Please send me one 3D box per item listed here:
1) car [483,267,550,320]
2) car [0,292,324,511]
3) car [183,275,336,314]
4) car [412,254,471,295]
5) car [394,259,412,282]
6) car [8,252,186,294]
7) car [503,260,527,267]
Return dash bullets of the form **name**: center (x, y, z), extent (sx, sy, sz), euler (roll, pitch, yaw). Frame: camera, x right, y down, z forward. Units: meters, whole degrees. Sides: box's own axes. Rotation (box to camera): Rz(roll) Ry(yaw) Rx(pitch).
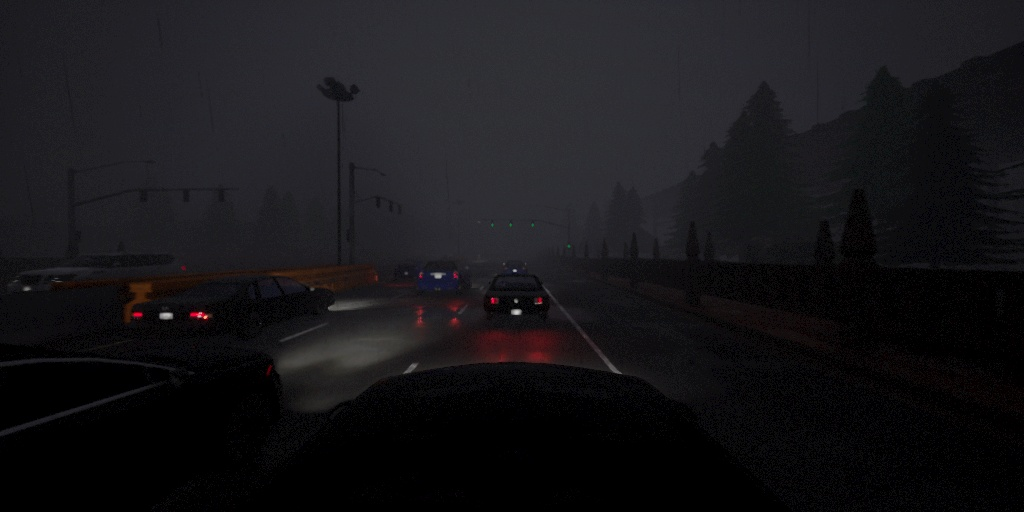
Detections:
- **car**: center (0.136, 1.240, 12.117), extent (1.895, 1.301, 4.718), euler (0, 1, 0)
- **car**: center (-3.398, 1.238, 1.936), extent (2.128, 1.511, 4.902), euler (0, 0, 0)
- **car**: center (-6.878, 1.215, 9.653), extent (2.033, 1.411, 5.357), euler (0, 1, 0)
- **car**: center (-3.330, 0.922, 18.344), extent (2.097, 1.767, 4.553), euler (0, 1, 0)
- **car**: center (-7.257, 0.961, 26.037), extent (1.882, 1.535, 5.008), euler (0, 1, -7)
- **car**: center (-17.515, 0.823, 15.736), extent (2.150, 2.045, 5.566), euler (0, 0, 1)
- **car**: center (0.225, 1.022, 28.182), extent (1.994, 1.385, 4.181), euler (0, 1, 0)
